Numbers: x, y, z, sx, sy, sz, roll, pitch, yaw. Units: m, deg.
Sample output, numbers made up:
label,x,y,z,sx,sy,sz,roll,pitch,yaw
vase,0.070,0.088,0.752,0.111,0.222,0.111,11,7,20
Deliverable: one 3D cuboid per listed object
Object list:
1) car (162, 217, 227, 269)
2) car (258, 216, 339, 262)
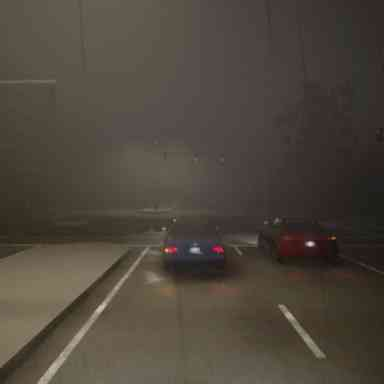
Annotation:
label,x,y,z,sx,sy,sz,roll,pitch,yaw
car,-0.028,1.545,11.064,2.033,1.411,5.357,0,0,-2
car,3.668,1.561,12.172,1.994,1.385,4.181,0,0,1
